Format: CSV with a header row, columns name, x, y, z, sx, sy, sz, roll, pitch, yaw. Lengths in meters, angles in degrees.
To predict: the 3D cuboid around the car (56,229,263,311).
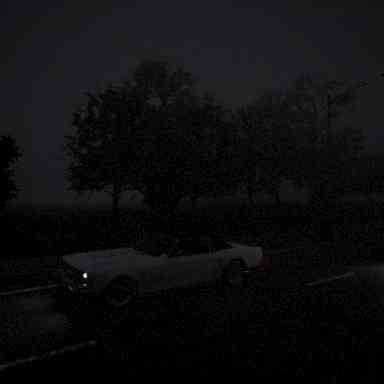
name,x,y,z,sx,sy,sz,roll,pitch,yaw
car,-0.600,1.600,7.862,4.718,1.301,1.895,0,0,-35
